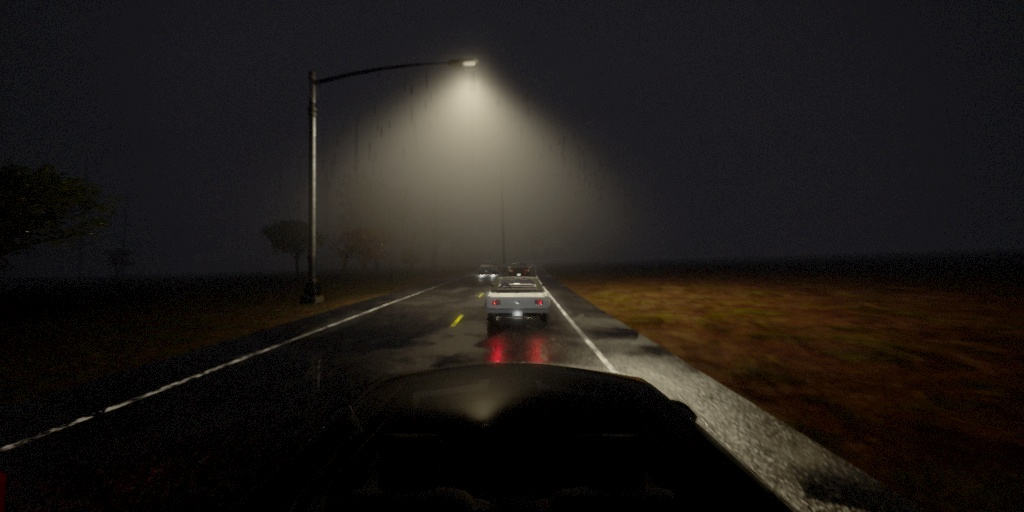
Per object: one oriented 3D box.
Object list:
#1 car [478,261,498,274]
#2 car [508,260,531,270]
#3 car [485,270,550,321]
[{"bbox_3d":[-2.628,1.292,41.029,2.033,1.411,5.357,0,0,3],"label":"car"},{"bbox_3d":[0.625,1.275,30.101,1.812,1.442,4.674,0,0,2],"label":"car"},{"bbox_3d":[0.183,1.351,12.421,1.895,1.301,4.718,0,0,1],"label":"car"}]
